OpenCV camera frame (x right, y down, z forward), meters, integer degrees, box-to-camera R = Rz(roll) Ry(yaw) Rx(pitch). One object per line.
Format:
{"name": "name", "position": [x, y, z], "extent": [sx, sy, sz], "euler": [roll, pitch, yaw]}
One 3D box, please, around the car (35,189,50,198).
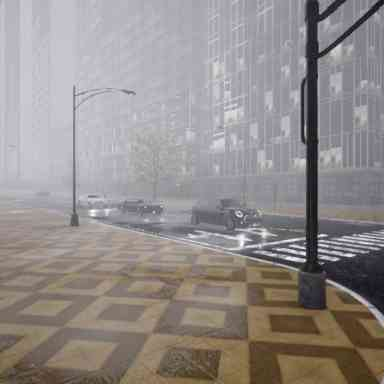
{"name": "car", "position": [-28.602, 0.236, 63.592], "extent": [1.882, 1.535, 5.008], "euler": [0, 1, -38]}

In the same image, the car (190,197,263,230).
{"name": "car", "position": [1.906, 1.104, 19.216], "extent": [2.097, 1.767, 4.553], "euler": [0, 1, -38]}

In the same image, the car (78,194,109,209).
{"name": "car", "position": [-10.501, 0.910, 34.966], "extent": [1.812, 1.442, 4.674], "euler": [0, 1, -38]}

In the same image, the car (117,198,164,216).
{"name": "car", "position": [-4.254, 1.171, 27.019], "extent": [1.895, 1.301, 4.718], "euler": [0, 1, -38]}
